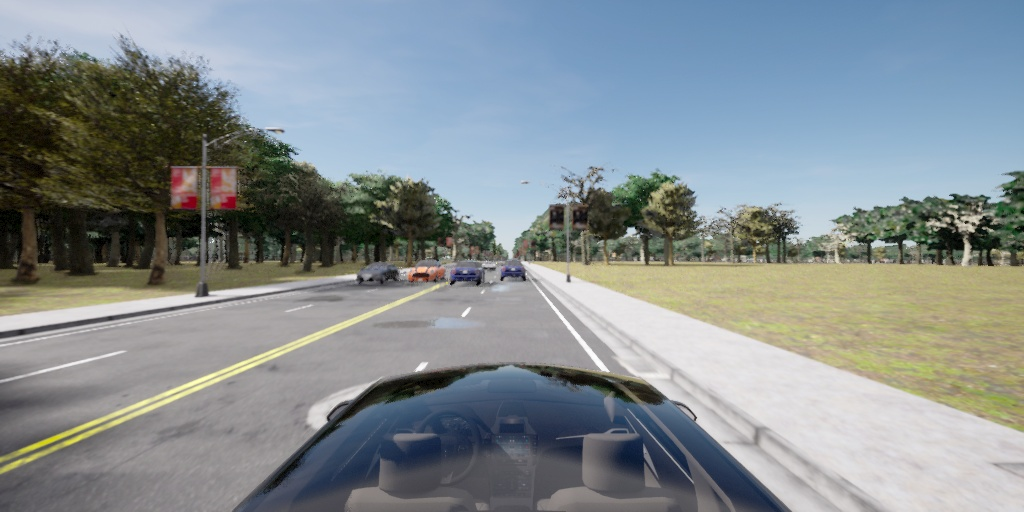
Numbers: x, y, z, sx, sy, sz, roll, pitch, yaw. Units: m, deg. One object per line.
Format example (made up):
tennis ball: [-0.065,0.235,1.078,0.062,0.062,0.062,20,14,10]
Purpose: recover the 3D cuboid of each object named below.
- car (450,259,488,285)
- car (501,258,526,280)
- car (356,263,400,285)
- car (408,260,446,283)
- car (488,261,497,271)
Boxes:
car: [-3.154,1.112,26.308,2.097,1.767,4.553,0,0,0]
car: [0.095,1.116,31.260,2.097,1.767,4.553,0,0,0]
car: [-9.851,1.251,26.709,2.128,1.511,4.902,0,0,0]
car: [-6.599,1.113,28.092,2.097,1.767,4.553,0,0,0]
car: [-3.158,1.381,50.789,1.895,1.301,4.718,0,0,0]
